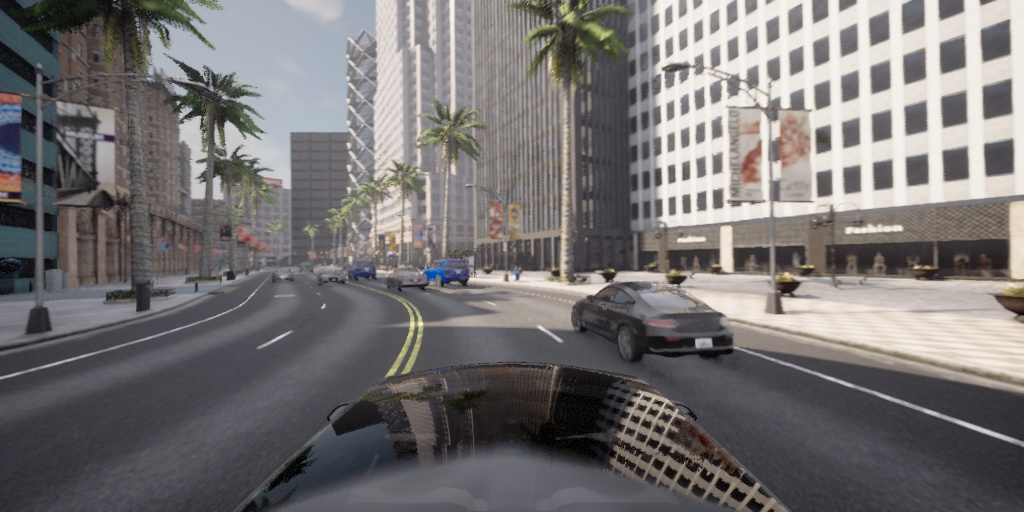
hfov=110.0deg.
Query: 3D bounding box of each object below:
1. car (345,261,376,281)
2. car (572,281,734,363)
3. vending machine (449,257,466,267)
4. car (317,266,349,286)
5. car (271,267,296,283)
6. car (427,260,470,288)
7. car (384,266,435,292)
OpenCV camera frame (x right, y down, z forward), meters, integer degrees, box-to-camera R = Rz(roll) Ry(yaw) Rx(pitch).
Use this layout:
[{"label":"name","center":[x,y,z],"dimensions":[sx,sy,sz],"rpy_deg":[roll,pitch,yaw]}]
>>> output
[{"label":"car","center":[-16.309,1.584,38.975],"dimensions":[2.150,2.045,5.566],"rpy_deg":[0,-1,-33]},{"label":"car","center":[2.835,1.303,8.209],"dimensions":[1.812,1.442,4.674],"rpy_deg":[-1,-1,-8]},{"label":"vending machine","center":[-6.671,1.476,43.943],"dimensions":[1.100,2.100,0.880],"rpy_deg":[0,0,-33]},{"label":"car","center":[-15.931,1.845,31.533],"dimensions":[1.994,1.385,4.181],"rpy_deg":[0,-1,-33]},{"label":"car","center":[-23.501,1.934,36.875],"dimensions":[2.128,1.511,4.902],"rpy_deg":[0,-1,-33]},{"label":"car","center":[-5.224,1.316,27.959],"dimensions":[2.150,2.045,5.566],"rpy_deg":[0,-1,-31]},{"label":"car","center":[-7.424,1.641,24.882],"dimensions":[2.033,1.411,5.357],"rpy_deg":[0,-1,-31]}]
